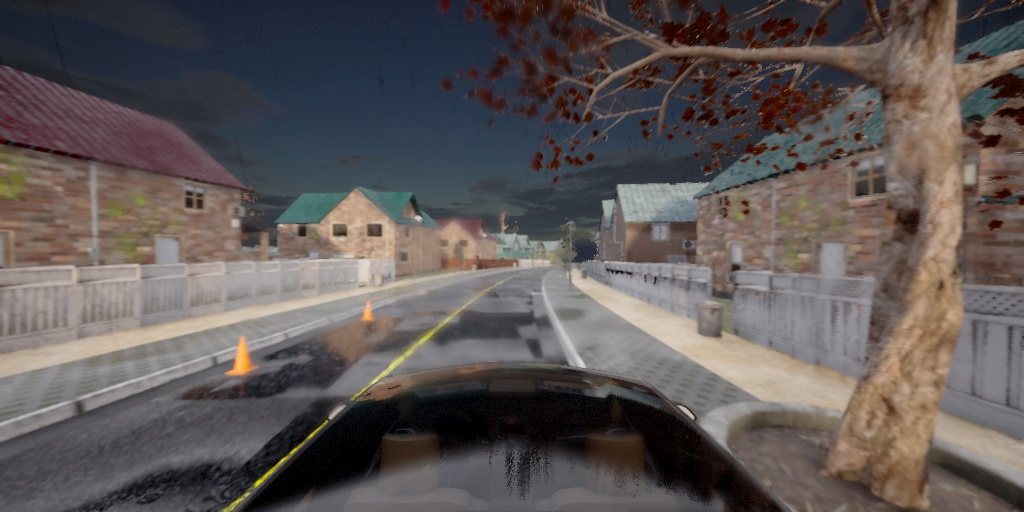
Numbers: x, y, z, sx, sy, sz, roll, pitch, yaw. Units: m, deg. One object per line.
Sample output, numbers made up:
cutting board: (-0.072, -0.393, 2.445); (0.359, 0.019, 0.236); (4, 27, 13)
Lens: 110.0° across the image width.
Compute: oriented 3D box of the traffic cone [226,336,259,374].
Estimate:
traffic cone: (-4.621, 1.676, 6.159); (0.340, 0.580, 0.340); (0, 0, 1)

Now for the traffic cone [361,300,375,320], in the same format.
traffic cone: (-4.492, 1.682, 11.207); (0.340, 0.580, 0.340); (0, 0, 2)
